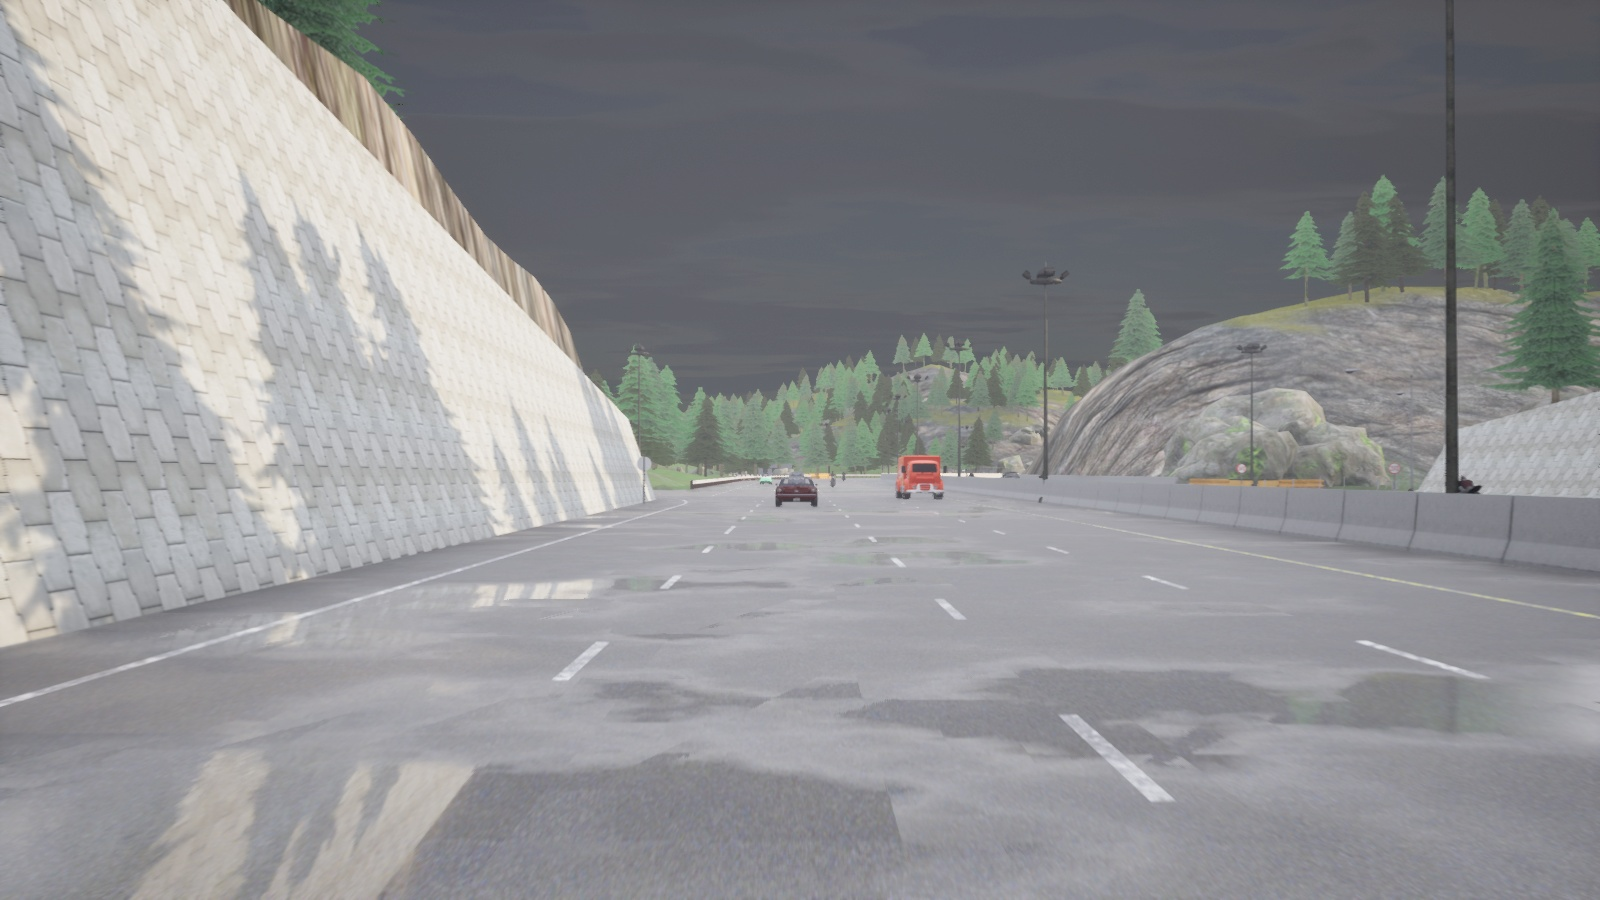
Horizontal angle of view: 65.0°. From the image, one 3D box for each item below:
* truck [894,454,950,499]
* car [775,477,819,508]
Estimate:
[{"bbox_3d":[6.827,1.490,70.831,2.627,2.467,5.204,0,-1,0],"label":"truck"},{"bbox_3d":[-0.134,1.846,55.565,1.895,1.301,4.718,0,-1,0],"label":"car"}]
